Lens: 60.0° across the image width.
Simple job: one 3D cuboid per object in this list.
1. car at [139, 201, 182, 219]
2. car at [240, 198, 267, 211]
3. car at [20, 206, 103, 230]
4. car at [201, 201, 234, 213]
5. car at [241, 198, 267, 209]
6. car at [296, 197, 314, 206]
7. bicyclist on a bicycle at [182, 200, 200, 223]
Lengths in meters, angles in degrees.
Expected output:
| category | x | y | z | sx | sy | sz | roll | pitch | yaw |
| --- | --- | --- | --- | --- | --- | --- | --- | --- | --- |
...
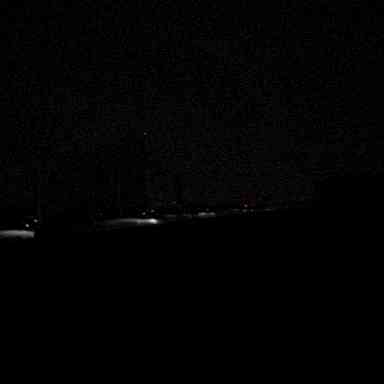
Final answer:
| category | x | y | z | sx | sy | sz | roll | pitch | yaw |
| --- | --- | --- | --- | --- | --- | --- | --- | --- | --- |
| car | -2.809 | 1.596 | 30.628 | 1.812 | 1.442 | 4.674 | -2 | -1 | 35 |
| car | 7.376 | 1.555 | 39.941 | 1.994 | 1.385 | 4.181 | -2 | -1 | 35 |
| car | -8.543 | 1.640 | 22.455 | 2.033 | 1.411 | 5.357 | -2 | -1 | 34 |
| car | 2.961 | 1.658 | 38.778 | 1.895 | 1.301 | 4.718 | -2 | -1 | 35 |
| car | 8.790 | 1.599 | 46.969 | 1.812 | 1.442 | 4.674 | -2 | -1 | 36 |
| car | 19.418 | 1.569 | 57.006 | 1.882 | 1.535 | 5.008 | -2 | -1 | 35 |
| bicyclist on a bicycle | -0.074 | 1.420 | 24.129 | 1.656 | 1.620 | 0.582 | -1 | 0 | 35 |
